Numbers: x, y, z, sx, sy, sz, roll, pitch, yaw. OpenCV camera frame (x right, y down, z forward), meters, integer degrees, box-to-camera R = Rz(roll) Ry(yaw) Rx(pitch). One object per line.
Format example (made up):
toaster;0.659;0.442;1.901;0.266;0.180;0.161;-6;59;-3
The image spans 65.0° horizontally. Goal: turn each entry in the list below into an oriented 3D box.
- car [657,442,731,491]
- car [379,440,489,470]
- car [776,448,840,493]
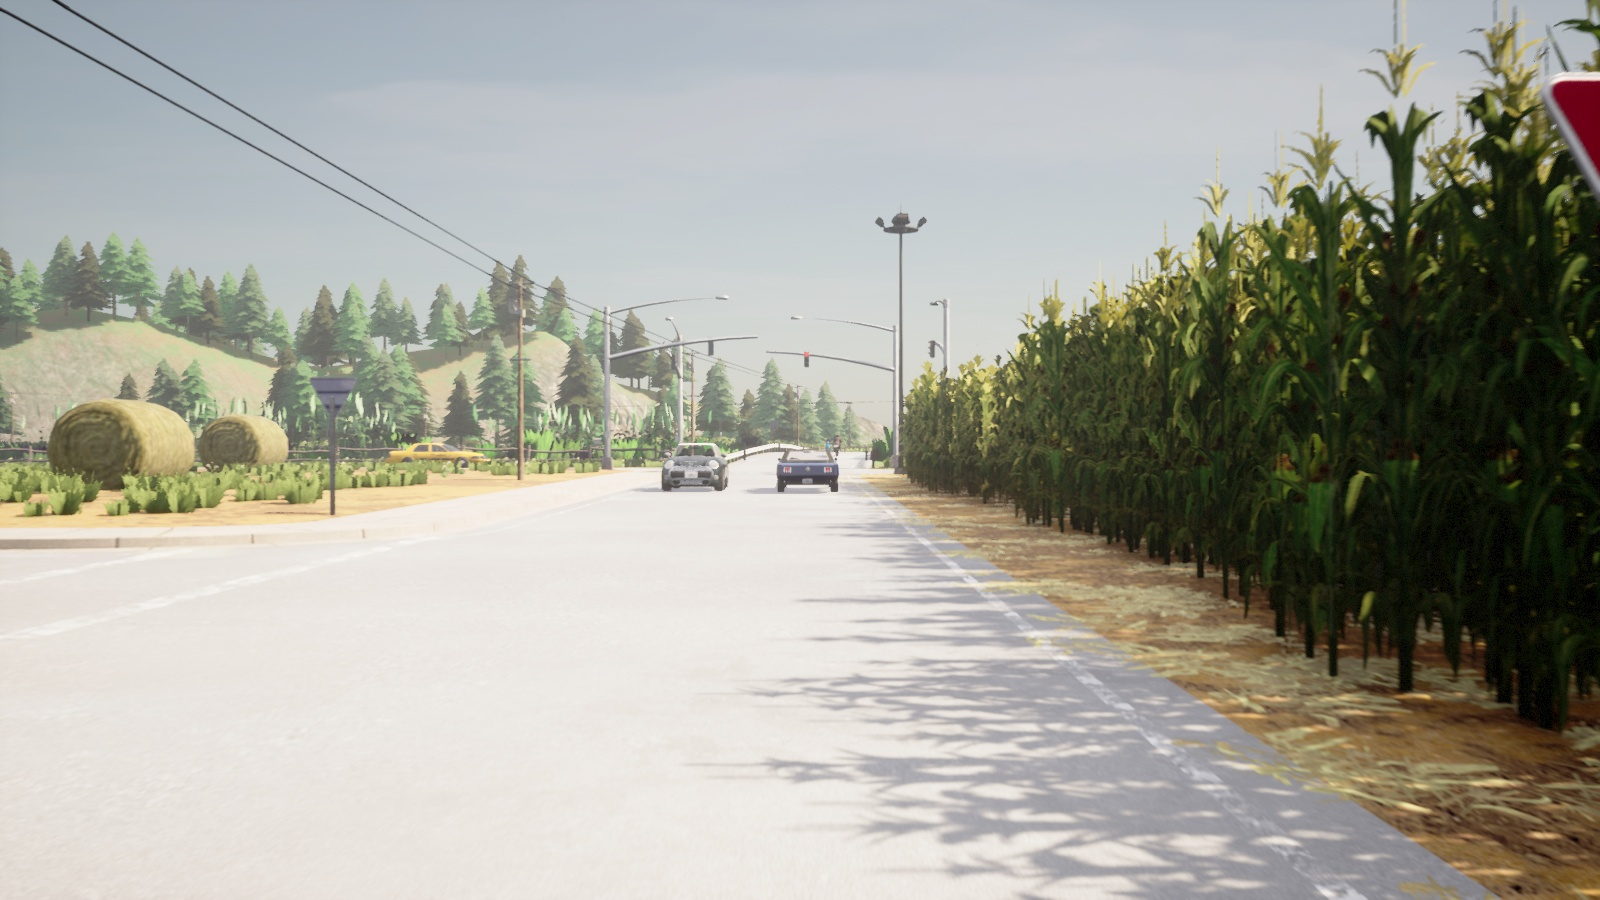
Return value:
car;-3.262;0.476;39.269;1.970;1.475;3.806;0;0;0
car;-19.598;0.235;67.376;5.366;1.575;1.801;0;0;3
car;0.239;0.613;39.431;1.895;1.301;4.718;0;0;0
